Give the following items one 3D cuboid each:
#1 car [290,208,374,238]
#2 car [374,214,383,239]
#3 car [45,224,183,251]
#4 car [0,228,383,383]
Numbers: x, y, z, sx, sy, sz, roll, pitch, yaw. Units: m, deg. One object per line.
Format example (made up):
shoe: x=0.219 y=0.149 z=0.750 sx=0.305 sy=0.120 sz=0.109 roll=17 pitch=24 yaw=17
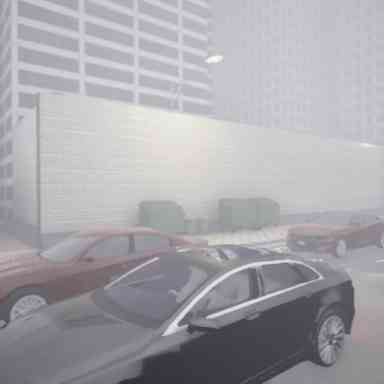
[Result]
car: x=5.654 y=1.421 z=12.619 sx=5.008 sy=1.535 sz=1.882 roll=-1 pitch=0 yaw=-37
car: x=7.497 y=1.281 z=9.628 sx=4.553 sy=1.767 sz=2.097 roll=-1 pitch=0 yaw=-37
car: x=-1.851 y=1.493 z=7.001 sx=5.008 sy=1.535 sz=1.882 roll=-1 pitch=0 yaw=-37
car: x=0.126 y=1.492 z=4.110 sx=4.902 sy=1.511 sz=2.128 roll=-1 pitch=0 yaw=-37
